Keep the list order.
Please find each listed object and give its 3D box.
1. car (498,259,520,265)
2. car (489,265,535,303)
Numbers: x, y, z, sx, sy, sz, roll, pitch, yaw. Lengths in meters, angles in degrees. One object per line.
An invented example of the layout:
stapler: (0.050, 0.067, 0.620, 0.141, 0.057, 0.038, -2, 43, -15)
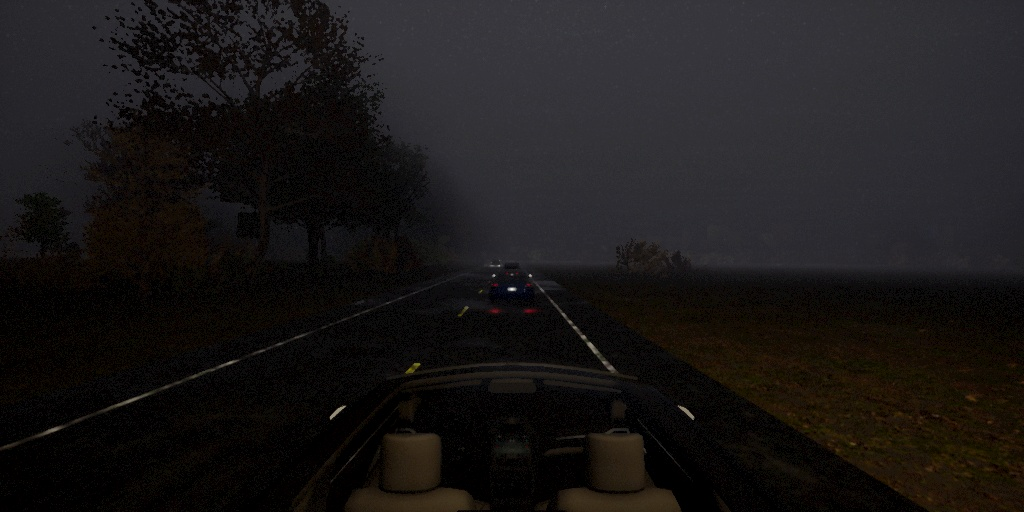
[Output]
car: (0.000, 1.251, 31.502, 1.837, 1.490, 4.892, 0, 0, 0)
car: (0.000, 1.315, 16.501, 1.994, 1.385, 4.181, 0, 0, 0)
